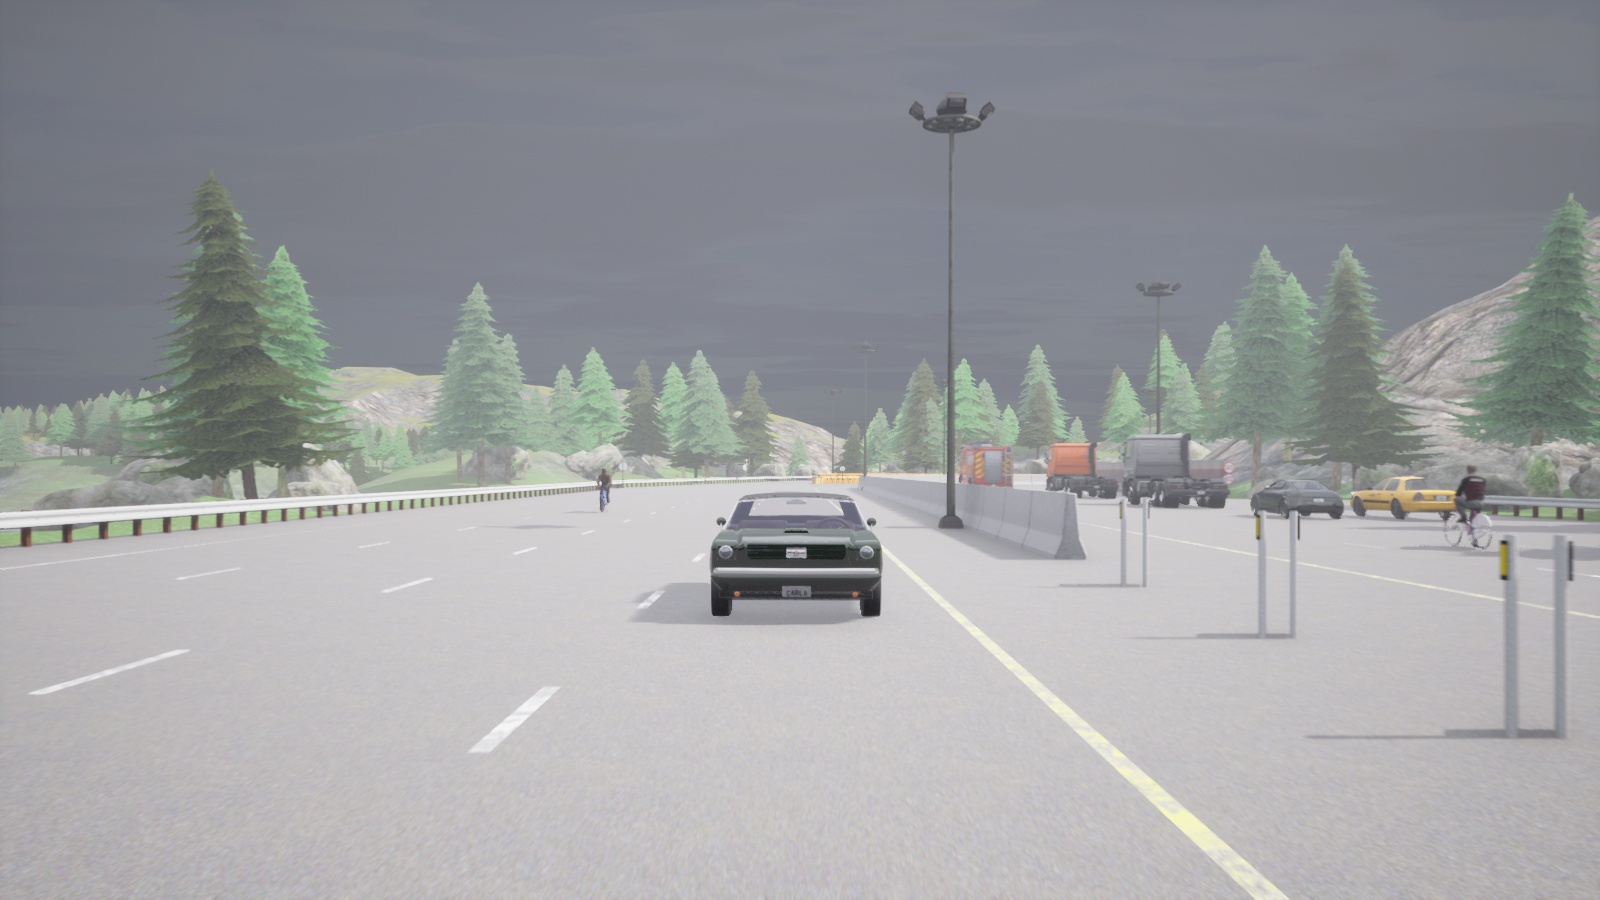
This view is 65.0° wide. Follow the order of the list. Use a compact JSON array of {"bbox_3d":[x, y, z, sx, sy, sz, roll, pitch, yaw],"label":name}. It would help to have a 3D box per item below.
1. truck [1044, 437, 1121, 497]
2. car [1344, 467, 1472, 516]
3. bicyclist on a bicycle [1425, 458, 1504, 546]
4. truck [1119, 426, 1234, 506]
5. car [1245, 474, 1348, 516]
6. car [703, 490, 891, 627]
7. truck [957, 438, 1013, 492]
[{"bbox_3d":[17.246,1.055,77.131,2.891,3.462,7.936,0,-1,0],"label":"truck"},{"bbox_3d":[20.899,1.397,43.444,1.801,1.575,5.366,0,-1,0],"label":"car"},{"bbox_3d":[13.938,1.072,26.406,0.659,1.776,1.843,0,-1,0],"label":"bicyclist on a bicycle"},{"bbox_3d":[17.343,0.742,58.446,2.891,3.462,7.936,0,-1,0],"label":"truck"},{"bbox_3d":[17.395,1.549,44.220,1.994,1.385,4.181,0,-1,0],"label":"car"},{"bbox_3d":[-0.034,1.167,15.044,1.895,1.301,4.718,0,-1,0],"label":"car"},{"bbox_3d":[13.662,1.160,93.502,2.891,3.827,8.468,0,-1,0],"label":"truck"}]
